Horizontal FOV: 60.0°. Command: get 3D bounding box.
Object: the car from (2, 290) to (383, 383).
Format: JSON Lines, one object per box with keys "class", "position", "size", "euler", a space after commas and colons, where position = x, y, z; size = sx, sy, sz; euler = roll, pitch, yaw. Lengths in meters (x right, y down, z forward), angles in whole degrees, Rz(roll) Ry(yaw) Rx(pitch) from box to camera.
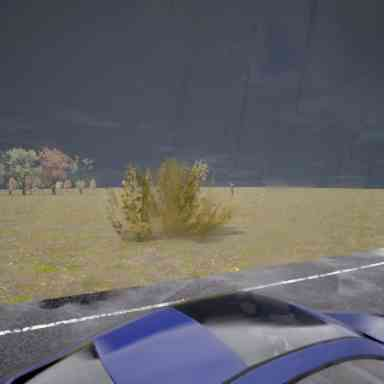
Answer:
{"class": "car", "position": [0.595, 1.526, 2.380], "size": [4.674, 1.442, 1.812], "euler": [0, 0, -29]}
